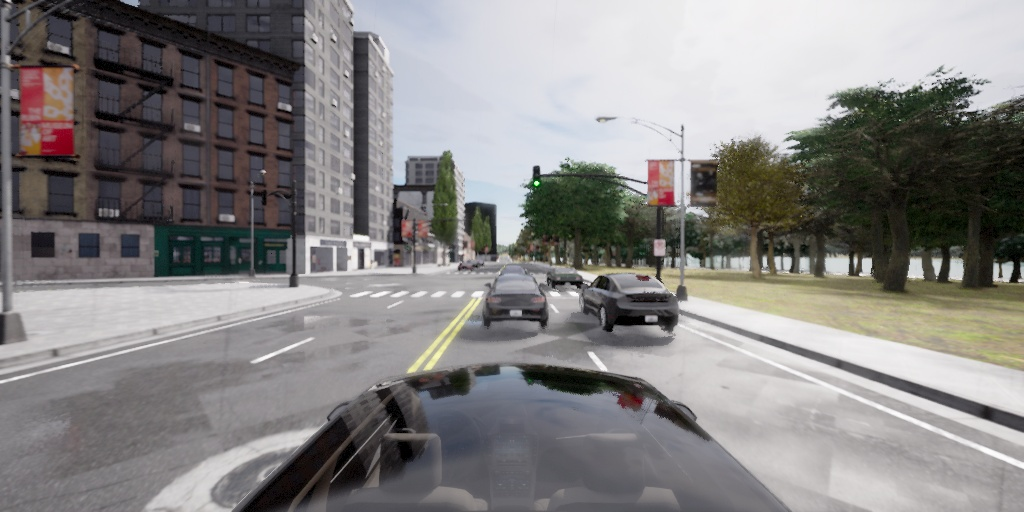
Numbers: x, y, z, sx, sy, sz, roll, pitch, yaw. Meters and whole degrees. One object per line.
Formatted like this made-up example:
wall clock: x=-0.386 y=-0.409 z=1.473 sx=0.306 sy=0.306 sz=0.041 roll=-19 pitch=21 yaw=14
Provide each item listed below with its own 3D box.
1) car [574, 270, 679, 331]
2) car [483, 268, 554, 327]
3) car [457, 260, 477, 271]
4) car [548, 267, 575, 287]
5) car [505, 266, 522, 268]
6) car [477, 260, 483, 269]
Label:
car: x=3.350 y=1.272 z=11.029 sx=1.837 sy=1.490 sz=4.892 roll=0 pitch=0 yaw=0
car: x=0.105 y=1.294 z=11.448 sx=1.812 sy=1.442 sz=4.674 roll=0 pitch=0 yaw=0
car: x=-6.580 y=1.402 z=51.428 sx=1.994 sy=1.385 sz=4.181 roll=0 pitch=0 yaw=0
car: x=3.351 y=1.391 z=23.830 sx=1.895 sy=1.301 sz=4.718 roll=0 pitch=0 yaw=0
car: x=0.102 y=1.356 z=24.464 sx=1.994 sy=1.385 sz=4.181 roll=0 pitch=0 yaw=0
car: x=-6.519 y=1.335 z=60.551 sx=1.882 sy=1.535 sz=5.008 roll=0 pitch=0 yaw=1
